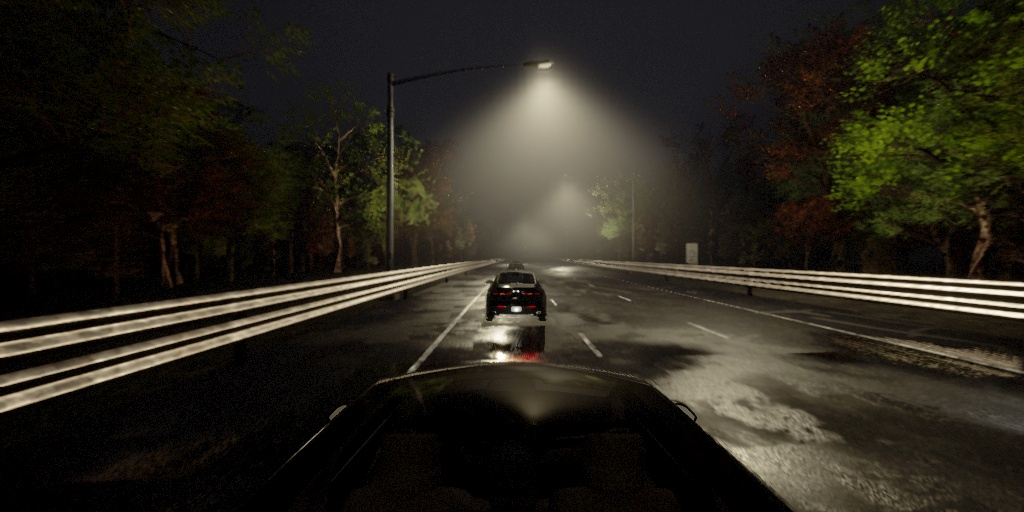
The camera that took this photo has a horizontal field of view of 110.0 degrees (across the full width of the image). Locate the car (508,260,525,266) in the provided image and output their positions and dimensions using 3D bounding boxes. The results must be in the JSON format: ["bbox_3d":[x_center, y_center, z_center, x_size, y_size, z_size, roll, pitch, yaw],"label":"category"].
[{"bbox_3d":[0.529,1.249,43.163,1.837,1.490,4.892,0,0,1],"label":"car"}]

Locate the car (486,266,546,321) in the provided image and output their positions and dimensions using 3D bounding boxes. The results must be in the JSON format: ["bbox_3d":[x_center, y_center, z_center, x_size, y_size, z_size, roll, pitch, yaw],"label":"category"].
[{"bbox_3d":[0.140,1.254,12.558,1.837,1.490,4.892,0,0,0],"label":"car"}]
